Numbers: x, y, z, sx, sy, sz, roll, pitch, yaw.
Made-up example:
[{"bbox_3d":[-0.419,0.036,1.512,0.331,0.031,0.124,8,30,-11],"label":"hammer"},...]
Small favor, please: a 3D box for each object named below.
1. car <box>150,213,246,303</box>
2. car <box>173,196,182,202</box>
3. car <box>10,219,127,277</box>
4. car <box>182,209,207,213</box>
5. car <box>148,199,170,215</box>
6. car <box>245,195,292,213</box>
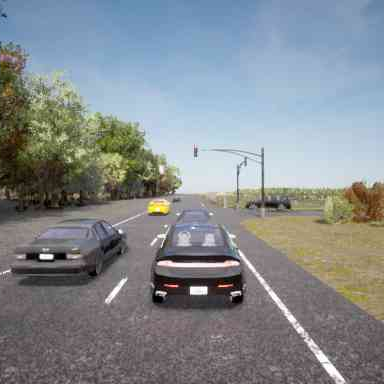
[{"bbox_3d":[0.118,1.494,8.184,2.128,1.511,4.902,0,0,0],"label":"car"},{"bbox_3d":[-3.315,1.543,75.335,2.033,1.411,5.357,0,0,0],"label":"car"},{"bbox_3d":[-3.378,1.550,10.240,2.033,1.411,5.357,0,0,0],"label":"car"},{"bbox_3d":[0.137,1.568,17.101,1.994,1.385,4.181,0,0,0],"label":"car"},{"bbox_3d":[-3.324,1.484,34.393,1.882,1.535,5.008,0,0,0],"label":"car"},{"bbox_3d":[9.225,1.395,40.186,5.566,2.045,2.150,1,-1,13],"label":"car"}]
